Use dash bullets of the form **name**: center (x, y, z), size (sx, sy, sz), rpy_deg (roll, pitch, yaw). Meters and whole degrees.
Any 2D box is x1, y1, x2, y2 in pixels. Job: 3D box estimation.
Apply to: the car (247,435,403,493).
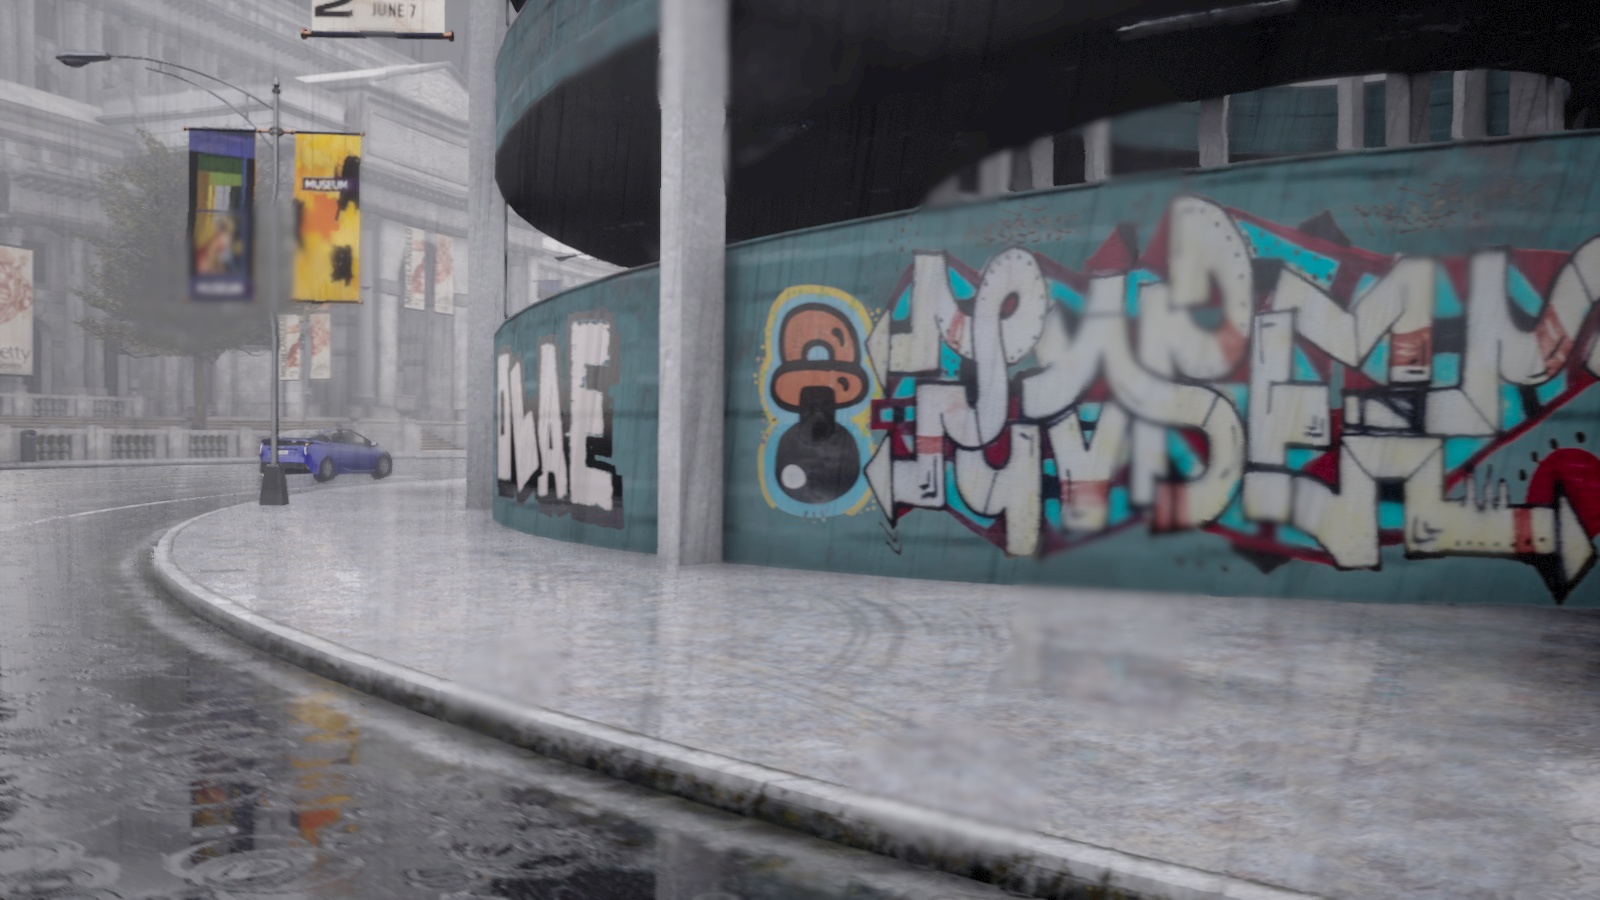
- **car**: center (-13.347, 0.340, 35.614), size (2.007, 1.525, 4.514), rpy_deg (0, 1, 12)
